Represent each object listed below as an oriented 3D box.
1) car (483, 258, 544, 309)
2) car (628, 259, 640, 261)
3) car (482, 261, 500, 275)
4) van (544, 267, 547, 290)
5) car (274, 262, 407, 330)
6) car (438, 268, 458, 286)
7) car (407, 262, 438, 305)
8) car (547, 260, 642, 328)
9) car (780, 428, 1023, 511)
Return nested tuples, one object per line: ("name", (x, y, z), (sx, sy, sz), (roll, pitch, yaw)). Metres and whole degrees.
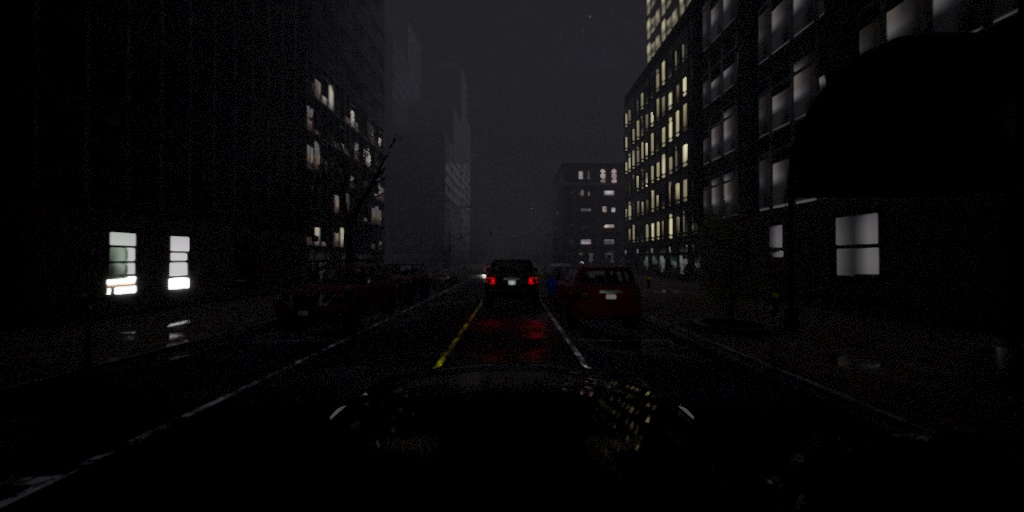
("car", (-0.002, 1.099, 15.874), (2.150, 2.045, 5.566), (0, 0, 0))
("car", (21.076, 1.535, 56.433), (4.507, 1.381, 1.888), (0, 0, -1))
("car", (-2.761, 1.542, 48.518), (2.097, 1.767, 4.553), (0, 0, 0))
("van", (2.562, 1.236, 17.198), (1.690, 1.789, 3.998), (0, 0, 0))
("car", (-5.317, 1.158, 11.637), (2.192, 1.841, 5.009), (0, 0, 0))
("car", (-5.320, 1.583, 28.312), (1.802, 1.307, 4.207), (0, 0, 0))
("car", (-5.318, 1.210, 17.195), (2.192, 1.841, 5.009), (0, 0, 0))
("car", (2.564, 1.157, 11.639), (2.192, 1.841, 5.009), (0, 0, 0))
("car", (2.566, 1.289, 0.522), (2.007, 1.370, 4.403), (0, 0, 0))
